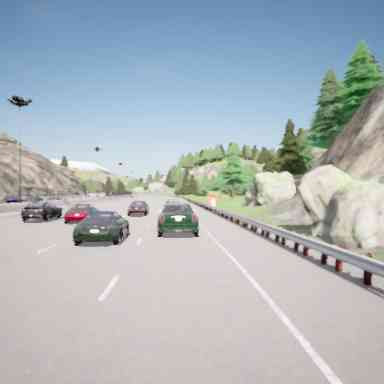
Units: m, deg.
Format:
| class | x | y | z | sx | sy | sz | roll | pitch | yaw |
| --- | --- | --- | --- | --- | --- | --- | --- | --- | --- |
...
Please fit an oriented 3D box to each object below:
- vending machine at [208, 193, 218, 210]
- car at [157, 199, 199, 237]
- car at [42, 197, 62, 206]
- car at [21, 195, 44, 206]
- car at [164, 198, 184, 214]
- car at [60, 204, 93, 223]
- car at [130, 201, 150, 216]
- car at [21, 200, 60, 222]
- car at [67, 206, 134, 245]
| class | x | y | z | sx | sy | sz | roll | pitch | yaw |
| --- | --- | --- | --- | --- | --- | --- | --- | --- | --- |
| vending machine | 2.563 | 1.207 | 41.201 | 1.100 | 2.100 | 0.880 | 0 | 0 | -4 |
| car | -0.797 | 1.361 | 18.383 | 2.097 | 1.767 | 4.553 | 0 | 0 | -4 |
| car | -24.764 | 1.638 | 59.138 | 1.994 | 1.385 | 4.181 | 0 | 0 | -3 |
| car | -28.250 | 1.436 | 58.905 | 2.097 | 1.767 | 4.553 | 0 | 0 | -4 |
| car | -2.067 | 1.511 | 37.148 | 2.128 | 1.511 | 4.902 | 0 | 0 | -4 |
| car | -8.286 | 1.592 | 25.539 | 1.994 | 1.385 | 4.181 | 0 | 0 | -4 |
| car | -5.315 | 1.572 | 33.368 | 2.033 | 1.411 | 5.357 | 0 | 0 | -4 |
| car | -11.863 | 1.527 | 26.562 | 2.128 | 1.511 | 4.902 | 0 | 0 | -4 |
| car | -4.128 | 1.579 | 15.672 | 1.994 | 1.385 | 4.181 | 0 | 0 | -3 |
